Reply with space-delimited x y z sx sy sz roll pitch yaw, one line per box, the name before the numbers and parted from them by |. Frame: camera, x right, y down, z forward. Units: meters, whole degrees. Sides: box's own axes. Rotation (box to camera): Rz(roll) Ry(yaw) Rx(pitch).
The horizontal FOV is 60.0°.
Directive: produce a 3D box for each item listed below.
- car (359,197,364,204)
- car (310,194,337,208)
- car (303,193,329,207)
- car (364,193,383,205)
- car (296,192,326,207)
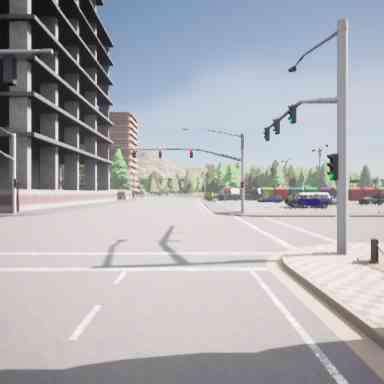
car | 36.329 1.388 66.462 3.905 1.438 1.784 0 0 0
car | 21.218 1.416 52.473 3.806 1.475 1.970 0 0 0
car | 21.226 1.385 55.368 3.905 1.438 1.784 0 0 0
car | 36.257 1.177 63.566 4.605 1.855 1.932 0 0 0
car | 21.183 1.175 58.052 4.605 1.855 1.932 0 0 0
